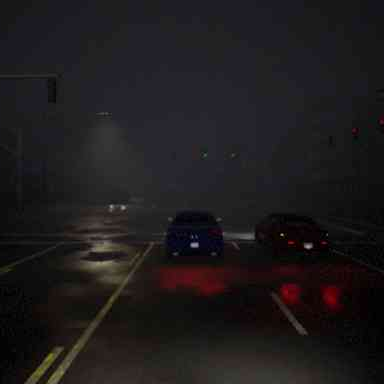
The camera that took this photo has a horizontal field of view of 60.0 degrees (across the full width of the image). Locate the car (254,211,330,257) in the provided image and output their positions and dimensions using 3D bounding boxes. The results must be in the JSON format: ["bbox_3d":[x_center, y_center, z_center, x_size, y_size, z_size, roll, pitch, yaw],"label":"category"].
[{"bbox_3d":[3.592,1.452,12.546,1.812,1.442,4.674,0,1,0],"label":"car"}]

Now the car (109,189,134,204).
[{"bbox_3d":[-9.990,0.607,46.431,2.150,2.045,5.566,0,1,-1],"label":"car"}]

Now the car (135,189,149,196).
[{"bbox_3d":[-12.627,0.127,82.501,1.837,1.490,4.892,-1,1,-45],"label":"car"}]

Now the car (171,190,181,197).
[{"bbox_3d":[-4.260,0.329,77.363,1.837,1.490,4.892,-1,1,-32],"label":"car"}]

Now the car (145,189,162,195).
[{"bbox_3d":[-9.715,0.074,84.513,1.812,1.442,4.674,-1,1,-45],"label":"car"}]

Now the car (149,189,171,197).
[{"bbox_3d":[-7.355,0.383,75.729,1.812,1.442,4.674,-1,1,-32],"label":"car"}]

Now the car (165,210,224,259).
[{"bbox_3d":[0.092,1.405,12.412,1.882,1.535,5.008,0,1,0],"label":"car"}]
